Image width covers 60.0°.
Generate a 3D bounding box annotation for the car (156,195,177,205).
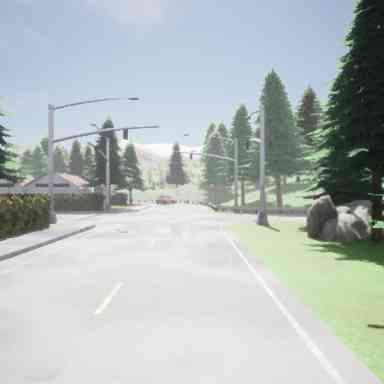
[{"bbox_3d":[-4.465,1.285,58.128,2.097,1.767,4.553,0,0,-30],"label":"car"}]
